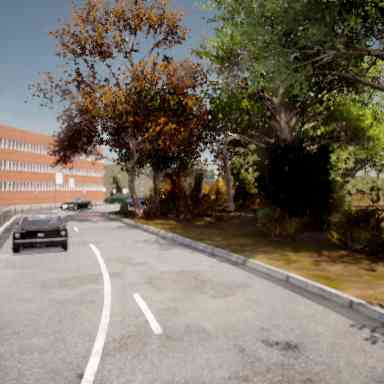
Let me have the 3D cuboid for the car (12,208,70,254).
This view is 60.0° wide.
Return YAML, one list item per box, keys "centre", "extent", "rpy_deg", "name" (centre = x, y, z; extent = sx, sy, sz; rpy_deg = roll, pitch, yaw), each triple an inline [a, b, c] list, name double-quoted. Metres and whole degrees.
- centre: [-6.043, 1.546, 13.484]
  extent: [1.895, 1.301, 4.718]
  rpy_deg: [0, 0, -23]
  name: "car"

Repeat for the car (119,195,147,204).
- centre: [-11.687, 1.450, 65.727]
  extent: [5.008, 1.535, 2.097]
  rpy_deg: [0, 0, 14]
  name: "car"

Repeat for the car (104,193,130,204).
- centre: [-13.060, 1.209, 60.243]
  extent: [5.566, 2.045, 2.435]
  rpy_deg: [0, 0, 14]
  name: "car"

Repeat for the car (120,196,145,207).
- centre: [-8.133, 1.597, 47.888]
  extent: [1.895, 1.301, 4.718]
  rpy_deg: [0, 0, 14]
  name: "car"

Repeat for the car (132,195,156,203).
- centre: [-10.333, 1.476, 71.213]
  extent: [4.674, 1.452, 2.002]
  rpy_deg: [0, 0, 14]
  name: "car"

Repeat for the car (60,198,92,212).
- centre: [-13.554, 1.478, 39.118]
  extent: [2.128, 1.511, 4.902]
  rpy_deg: [0, 0, 12]
  name: "car"
